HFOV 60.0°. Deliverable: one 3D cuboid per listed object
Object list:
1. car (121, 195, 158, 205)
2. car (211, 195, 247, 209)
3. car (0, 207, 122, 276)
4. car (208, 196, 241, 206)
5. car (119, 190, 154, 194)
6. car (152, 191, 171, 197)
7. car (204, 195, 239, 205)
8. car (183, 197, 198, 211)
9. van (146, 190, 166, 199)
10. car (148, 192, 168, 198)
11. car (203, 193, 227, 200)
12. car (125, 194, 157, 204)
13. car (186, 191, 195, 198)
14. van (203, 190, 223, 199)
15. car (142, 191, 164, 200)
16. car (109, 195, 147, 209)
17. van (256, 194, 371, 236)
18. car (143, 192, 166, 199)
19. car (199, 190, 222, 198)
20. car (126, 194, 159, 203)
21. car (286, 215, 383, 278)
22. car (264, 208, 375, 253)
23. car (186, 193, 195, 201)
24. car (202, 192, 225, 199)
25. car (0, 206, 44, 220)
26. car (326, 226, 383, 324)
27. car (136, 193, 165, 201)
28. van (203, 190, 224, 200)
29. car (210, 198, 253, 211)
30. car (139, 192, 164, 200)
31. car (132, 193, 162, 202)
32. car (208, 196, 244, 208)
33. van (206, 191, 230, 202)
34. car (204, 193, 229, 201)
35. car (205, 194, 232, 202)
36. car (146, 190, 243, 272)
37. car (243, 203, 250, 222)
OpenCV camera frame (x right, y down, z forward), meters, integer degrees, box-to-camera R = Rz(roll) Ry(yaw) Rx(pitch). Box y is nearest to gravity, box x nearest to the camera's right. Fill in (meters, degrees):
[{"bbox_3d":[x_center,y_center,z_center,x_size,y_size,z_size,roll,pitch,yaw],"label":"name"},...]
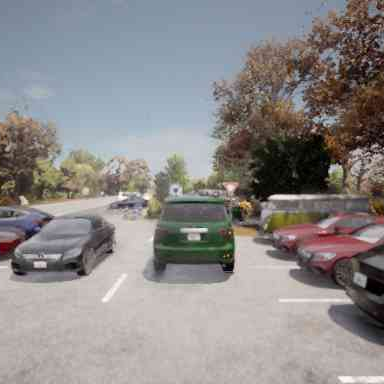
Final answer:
[{"bbox_3d":[-8.147,1.238,51.848,5.366,1.575,1.946,0,1,0],"label":"car"},{"bbox_3d":[4.785,1.302,43.653,4.553,1.767,2.185,0,1,0],"label":"car"},{"bbox_3d":[-3.567,1.420,10.154,1.812,1.442,4.674,0,1,0],"label":"car"},{"bbox_3d":[4.747,1.345,49.071,4.674,1.452,2.002,0,1,0],"label":"car"},{"bbox_3d":[-8.302,1.052,49.067,5.566,2.045,2.435,0,1,0],"label":"car"},{"bbox_3d":[-8.356,0.566,90.698,4.892,1.521,2.231,0,1,0],"label":"car"},{"bbox_3d":[4.562,1.239,51.840,5.366,1.575,1.946,0,1,0],"label":"car"},{"bbox_3d":[-0.211,1.452,42.496,1.882,1.535,5.008,0,1,0],"label":"car"},{"bbox_3d":[-8.235,0.533,76.815,4.442,1.987,1.878,0,1,0],"label":"van"},{"bbox_3d":[-8.385,0.710,82.371,4.792,1.488,2.163,0,1,0],"label":"car"},{"bbox_3d":[4.764,0.915,68.450,4.792,1.488,2.163,0,1,0],"label":"car"},{"bbox_3d":[-8.328,1.179,54.624,4.892,1.521,2.231,0,1,0],"label":"car"},{"bbox_3d":[-0.316,0.562,82.223,2.128,1.511,4.902,0,1,0],"label":"car"},{"bbox_3d":[4.844,0.535,76.753,4.442,1.987,1.878,0,1,0],"label":"van"},{"bbox_3d":[-8.316,0.713,71.267,4.553,1.767,2.185,0,1,0],"label":"car"},{"bbox_3d":[-8.355,1.459,43.522,4.792,1.488,2.163,0,1,0],"label":"car"},{"bbox_3d":[4.914,1.095,13.782,4.442,1.987,1.878,-1,1,0],"label":"van"},{"bbox_3d":[-8.320,0.827,74.043,4.792,1.488,2.163,0,1,0],"label":"car"},{"bbox_3d":[4.693,0.393,85.062,5.566,2.045,2.435,0,1,0],"label":"car"},{"bbox_3d":[-8.522,1.112,57.399,5.366,1.575,1.946,0,1,0],"label":"car"},{"bbox_3d":[5.043,1.442,8.328,4.674,1.452,2.002,0,1,0],"label":"car"},{"bbox_3d":[5.044,1.400,11.112,4.674,1.452,2.002,0,1,0],"label":"car"},{"bbox_3d":[-0.303,0.955,66.416,1.837,1.490,4.892,0,1,0],"label":"car"},{"bbox_3d":[4.735,0.799,73.986,5.008,1.535,2.097,0,1,0],"label":"car"},{"bbox_3d":[-8.068,1.349,13.703,4.792,1.488,2.163,0,1,0],"label":"car"},{"bbox_3d":[5.069,1.468,5.416,4.792,1.488,2.163,0,1,0],"label":"car"},{"bbox_3d":[-8.158,0.931,65.723,5.366,1.575,1.946,0,1,0],"label":"car"},{"bbox_3d":[4.624,0.615,71.197,4.442,1.987,1.878,0,1,0],"label":"van"},{"bbox_3d":[4.751,1.490,40.885,5.008,1.535,2.097,0,1,0],"label":"car"},{"bbox_3d":[-8.351,0.885,68.490,4.892,1.521,2.231,0,1,0],"label":"car"},{"bbox_3d":[-8.527,0.986,63.071,5.366,1.575,1.946,0,1,0],"label":"car"},{"bbox_3d":[4.722,1.397,46.301,4.792,1.488,2.163,0,1,0],"label":"car"},{"bbox_3d":[4.856,0.765,63.035,4.442,1.987,1.878,0,1,0],"label":"van"},{"bbox_3d":[4.765,0.963,65.811,4.792,1.488,2.163,0,1,0],"label":"car"},{"bbox_3d":[4.713,1.083,60.147,4.792,1.488,2.163,0,1,0],"label":"car"},{"bbox_3d":[0.068,1.111,10.582,2.150,2.045,5.566,0,1,0],"label":"car"},{"bbox_3d":[2.063,1.209,22.601,2.097,1.767,4.553,-2,-3,29],"label":"car"}]
